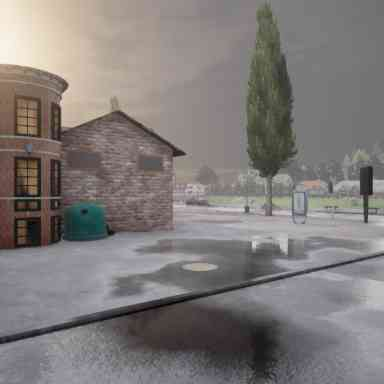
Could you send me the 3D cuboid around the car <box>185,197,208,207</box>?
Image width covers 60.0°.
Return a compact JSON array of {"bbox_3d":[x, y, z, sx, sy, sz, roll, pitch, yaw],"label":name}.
[{"bbox_3d":[0.711,1.525,52.898,1.812,1.442,4.674,0,0,-36],"label":"car"}]
